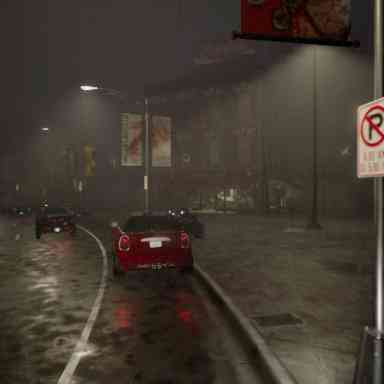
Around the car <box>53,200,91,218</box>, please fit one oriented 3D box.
[{"bbox_3d":[-10.377,1.586,28.766,1.895,1.301,4.718,0,0,-34],"label":"car"}]

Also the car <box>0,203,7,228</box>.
[{"bbox_3d":[-10.678,1.483,16.536,2.128,1.511,4.902,0,0,-26],"label":"car"}]

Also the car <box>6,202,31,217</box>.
[{"bbox_3d":[-16.782,1.586,31.337,1.895,1.301,4.718,0,0,-44],"label":"car"}]

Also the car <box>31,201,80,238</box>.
[{"bbox_3d":[-7.477,1.501,17.952,1.837,1.490,4.892,0,1,-27],"label":"car"}]

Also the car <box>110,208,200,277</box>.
[{"bbox_3d":[-1.459,1.351,10.542,2.097,1.767,4.553,0,0,-15],"label":"car"}]
